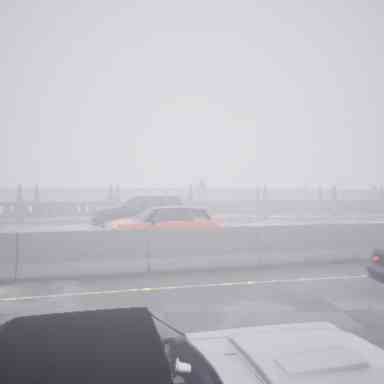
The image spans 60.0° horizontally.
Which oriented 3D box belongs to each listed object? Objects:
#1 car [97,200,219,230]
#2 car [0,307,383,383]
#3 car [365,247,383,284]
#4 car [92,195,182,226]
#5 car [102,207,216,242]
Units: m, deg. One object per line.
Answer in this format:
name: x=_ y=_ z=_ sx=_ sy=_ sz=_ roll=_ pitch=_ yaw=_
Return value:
car: x=-1.186 y=1.352 z=12.955 sx=4.553 sy=1.767 sz=2.097 roll=0 pitch=0 yaw=-13
car: x=-0.376 y=1.601 z=2.244 sx=4.718 sy=1.301 sz=1.895 roll=0 pitch=0 yaw=-14
car: x=6.666 y=1.548 z=7.245 sx=5.357 sy=1.411 sz=2.033 roll=0 pitch=0 yaw=-9
car: x=-3.049 y=1.221 z=19.748 sx=5.566 sy=2.045 sz=2.150 roll=0 pitch=0 yaw=-13
car: x=-1.650 y=1.547 z=16.521 sx=5.357 sy=1.411 sz=2.033 roll=0 pitch=0 yaw=-13
